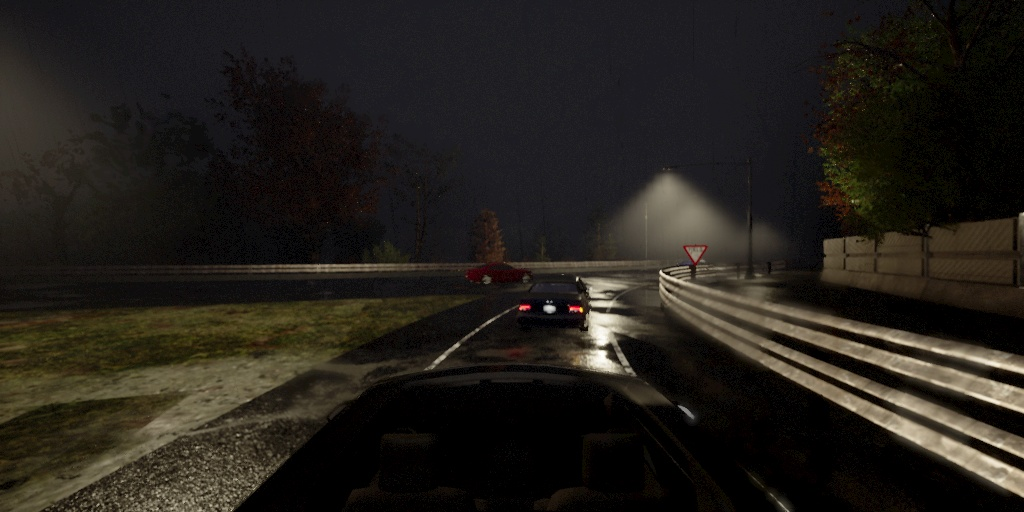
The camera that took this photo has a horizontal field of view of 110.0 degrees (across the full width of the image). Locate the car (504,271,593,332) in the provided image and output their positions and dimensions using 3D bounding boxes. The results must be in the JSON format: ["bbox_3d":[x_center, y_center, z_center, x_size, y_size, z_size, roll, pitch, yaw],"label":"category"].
[{"bbox_3d":[1.452,1.298,10.971,2.033,1.411,5.357,0,0,13],"label":"car"}]

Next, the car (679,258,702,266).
[{"bbox_3d":[27.522,1.279,55.739,1.812,1.442,4.674,0,0,42],"label":"car"}]

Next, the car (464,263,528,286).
[{"bbox_3d":[-0.866,1.230,25.350,5.008,1.535,1.882,0,0,-27],"label":"car"}]
